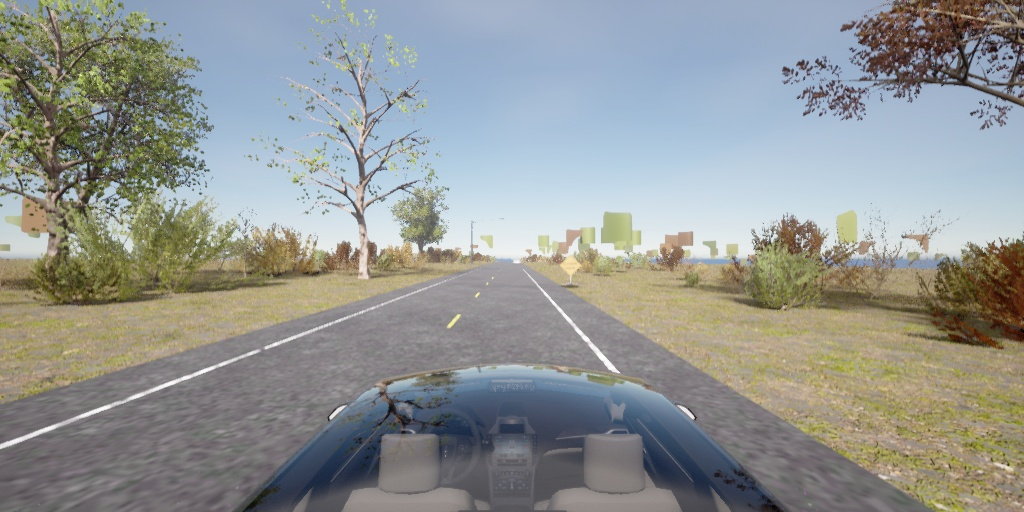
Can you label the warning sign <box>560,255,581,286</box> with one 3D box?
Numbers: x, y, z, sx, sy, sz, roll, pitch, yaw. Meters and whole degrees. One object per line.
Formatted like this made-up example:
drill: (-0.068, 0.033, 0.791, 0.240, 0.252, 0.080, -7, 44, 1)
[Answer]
warning sign: (3.550, 0.856, 21.704, 1.300, 1.860, 1.060, 0, 0, 0)
